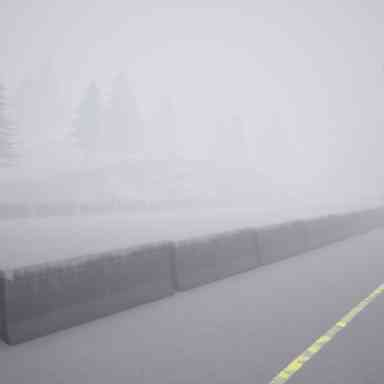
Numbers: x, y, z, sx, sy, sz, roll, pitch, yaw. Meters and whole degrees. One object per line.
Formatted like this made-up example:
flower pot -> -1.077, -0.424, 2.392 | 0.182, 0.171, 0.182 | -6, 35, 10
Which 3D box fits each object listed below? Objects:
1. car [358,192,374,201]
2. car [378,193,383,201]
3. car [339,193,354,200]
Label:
car -> 33.601, 0.803, 64.240 | 1.882, 1.535, 5.008 | 1, 2, 42
car -> 36.215, 0.915, 61.915 | 2.033, 1.411, 5.357 | 1, 2, 42
car -> 30.986, 0.828, 66.568 | 1.994, 1.385, 4.181 | 1, 2, 42
